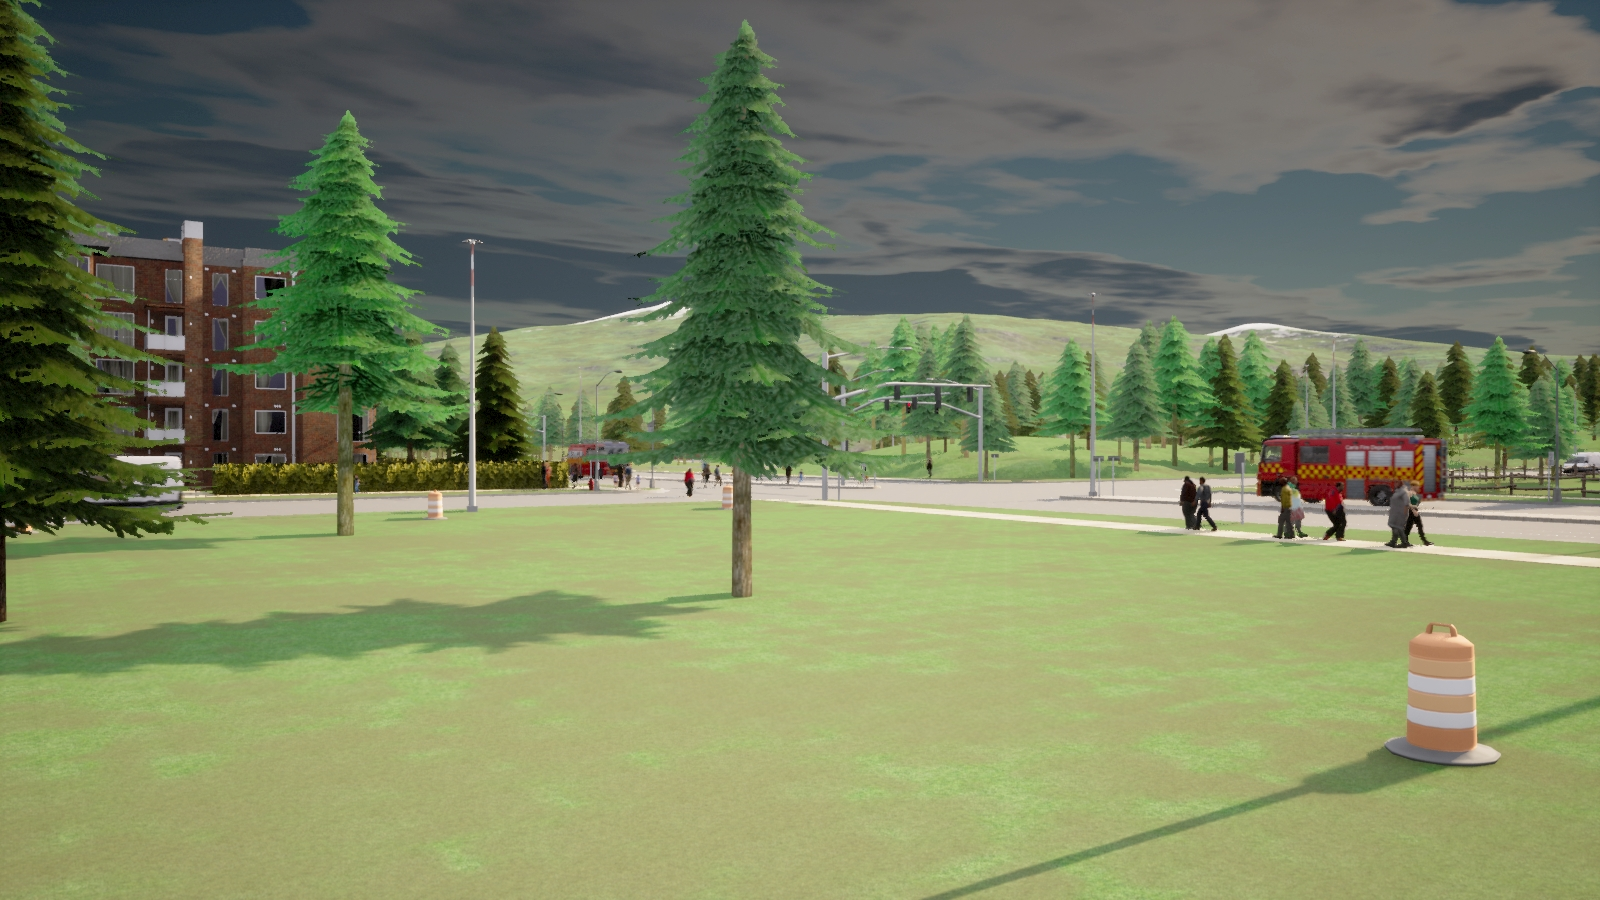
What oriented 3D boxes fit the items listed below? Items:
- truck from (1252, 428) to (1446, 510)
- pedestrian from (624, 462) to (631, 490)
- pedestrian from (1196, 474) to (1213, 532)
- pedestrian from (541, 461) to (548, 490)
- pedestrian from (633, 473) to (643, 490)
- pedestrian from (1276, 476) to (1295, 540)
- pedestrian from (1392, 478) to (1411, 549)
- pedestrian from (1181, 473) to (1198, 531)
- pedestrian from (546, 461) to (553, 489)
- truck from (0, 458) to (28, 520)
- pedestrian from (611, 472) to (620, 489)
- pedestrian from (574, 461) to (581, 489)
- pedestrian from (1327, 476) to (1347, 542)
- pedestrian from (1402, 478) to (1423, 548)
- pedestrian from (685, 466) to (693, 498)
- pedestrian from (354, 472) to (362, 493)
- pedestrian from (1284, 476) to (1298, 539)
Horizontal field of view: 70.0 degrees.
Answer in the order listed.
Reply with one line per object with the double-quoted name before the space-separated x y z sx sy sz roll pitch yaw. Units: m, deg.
"truck" 27.421 0.890 57.509 2.891 3.827 8.468 0 0 -34
"pedestrian" -11.359 1.697 75.361 0.375 1.860 0.375 0 0 -26
"pedestrian" 13.033 1.696 36.779 0.375 1.860 0.375 0 0 -38
"pedestrian" -17.017 1.696 76.053 0.375 1.860 0.375 0 0 -35
"pedestrian" -10.690 2.076 75.307 0.500 1.100 0.500 0 0 -28
"pedestrian" 14.241 1.696 33.529 0.375 1.860 0.375 0 0 -40
"pedestrian" 16.087 1.696 30.570 0.375 1.860 0.375 0 0 13
"pedestrian" 12.775 1.696 37.461 0.375 1.860 0.375 0 0 -30
"pedestrian" -16.829 1.696 76.775 0.375 1.860 0.375 0 0 -39
"truck" -34.384 1.571 46.212 5.204 2.467 2.627 0 0 -35
"pedestrian" -12.572 2.076 77.995 0.500 1.100 0.500 0 0 -23
"pedestrian" -15.081 1.696 77.456 0.375 1.860 0.375 0 0 -31
"pedestrian" 15.431 1.696 32.825 0.375 1.860 0.375 0 0 -34
"pedestrian" 16.587 1.696 30.924 0.375 1.860 0.375 0 0 -36
"pedestrian" -6.488 1.854 66.775 0.375 1.860 0.375 0 0 -38
"pedestrian" -26.879 1.976 69.433 0.375 1.300 0.375 0 0 -36
"pedestrian" 14.617 1.697 34.010 0.375 1.860 0.375 0 0 28
